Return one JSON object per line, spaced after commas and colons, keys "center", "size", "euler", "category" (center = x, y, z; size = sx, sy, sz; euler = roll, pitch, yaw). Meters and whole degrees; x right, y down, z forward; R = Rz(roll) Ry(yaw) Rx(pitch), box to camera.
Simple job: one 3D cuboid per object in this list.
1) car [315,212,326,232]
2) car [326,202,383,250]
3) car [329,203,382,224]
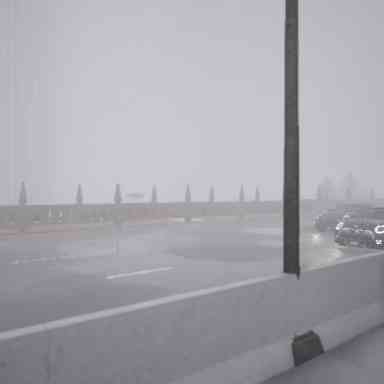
{"center": [9.136, 1.387, 19.106], "size": [4.553, 1.767, 2.097], "euler": [0, 0, -35], "category": "car"}
{"center": [8.022, 1.378, 14.013], "size": [4.553, 1.767, 2.097], "euler": [0, 0, -35], "category": "car"}
{"center": [12.820, 1.621, 26.030], "size": [4.181, 1.385, 1.994], "euler": [0, 0, -35], "category": "car"}
